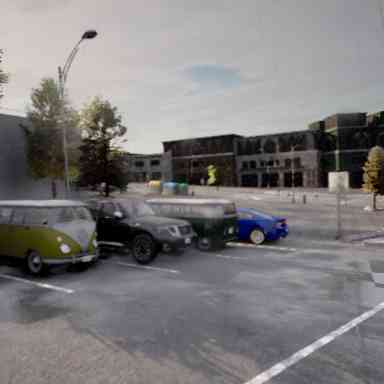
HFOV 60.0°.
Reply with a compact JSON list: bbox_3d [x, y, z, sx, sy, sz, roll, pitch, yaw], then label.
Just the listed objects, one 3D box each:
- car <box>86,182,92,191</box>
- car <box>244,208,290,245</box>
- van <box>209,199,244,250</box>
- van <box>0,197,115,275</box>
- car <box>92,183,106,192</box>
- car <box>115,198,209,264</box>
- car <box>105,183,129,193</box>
[{"bbox_3d":[-17.809,-0.976,61.162,2.002,1.452,4.674,1,6,10],"label":"car"},{"bbox_3d":[2.060,1.534,15.916,5.008,1.535,2.097,0,0,30],"label":"car"},{"bbox_3d":[-0.347,1.282,14.057,4.442,1.987,1.878,0,0,30],"label":"van"},{"bbox_3d":[-4.746,1.225,10.103,4.442,1.987,1.878,0,-1,30],"label":"van"},{"bbox_3d":[-15.232,-0.861,59.712,2.231,1.521,4.892,2,6,10],"label":"car"},{"bbox_3d":[-2.519,1.228,12.069,5.566,2.045,2.435,0,-1,30],"label":"car"},{"bbox_3d":[-12.687,-0.670,58.200,2.163,1.488,4.792,2,6,11],"label":"car"}]
